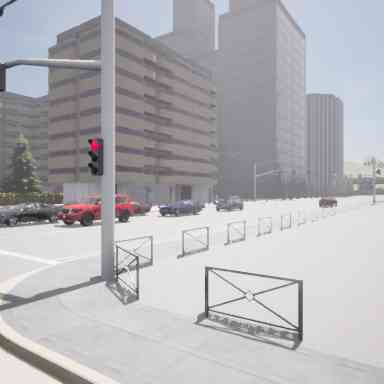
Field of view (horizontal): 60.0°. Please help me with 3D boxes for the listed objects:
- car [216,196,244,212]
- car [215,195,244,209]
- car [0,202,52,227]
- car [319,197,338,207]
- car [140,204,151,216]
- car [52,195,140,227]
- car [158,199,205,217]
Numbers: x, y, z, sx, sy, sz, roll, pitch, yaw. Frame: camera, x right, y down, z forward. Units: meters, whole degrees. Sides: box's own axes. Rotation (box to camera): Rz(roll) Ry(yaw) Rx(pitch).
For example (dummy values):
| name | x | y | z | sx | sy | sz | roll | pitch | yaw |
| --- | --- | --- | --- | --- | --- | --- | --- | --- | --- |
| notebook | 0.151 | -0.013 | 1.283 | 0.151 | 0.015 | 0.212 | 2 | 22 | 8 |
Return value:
| name | x | y | z | sx | sy | sz | roll | pitch | yaw |
| --- | --- | --- | --- | --- | --- | --- | --- | --- | --- |
| car | 4.609 | 1.526 | 39.837 | 1.812 | 1.442 | 4.674 | 0 | 0 | 35 |
| car | 5.314 | 1.352 | 46.984 | 2.097 | 1.767 | 4.553 | 0 | 0 | 35 |
| car | -11.281 | 1.492 | 22.970 | 2.128 | 1.511 | 4.902 | 0 | 0 | 35 |
| car | 20.802 | 1.478 | 50.701 | 1.882 | 1.535 | 5.008 | 0 | 0 | 35 |
| car | -6.022 | 1.601 | 30.602 | 1.895 | 1.301 | 4.718 | 0 | 0 | 35 |
| car | -6.618 | 1.221 | 23.569 | 2.150 | 2.045 | 5.566 | 0 | 0 | 35 |
| car | -1.075 | 1.601 | 31.614 | 1.895 | 1.301 | 4.718 | 0 | 0 | 35 |
